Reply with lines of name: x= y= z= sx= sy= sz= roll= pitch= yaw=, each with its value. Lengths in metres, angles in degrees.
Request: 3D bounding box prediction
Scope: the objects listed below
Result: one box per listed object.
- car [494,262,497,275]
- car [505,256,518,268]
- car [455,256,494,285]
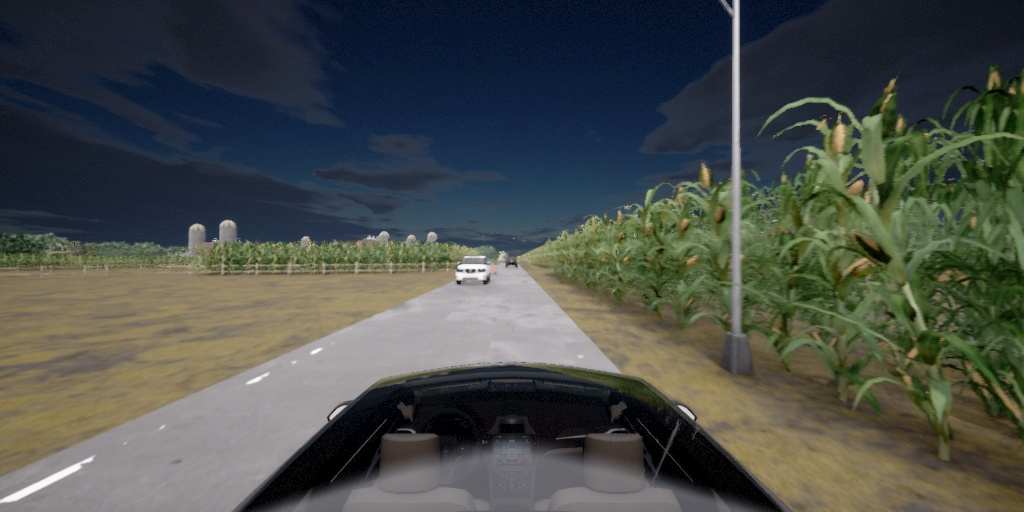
car: x=-2.786 y=1.191 z=40.202 sx=2.097 sy=1.767 sz=4.553 roll=0 pitch=0 yaw=0
car: x=-0.061 y=1.073 z=64.906 sx=2.150 sy=2.045 sz=5.566 roll=0 pitch=0 yaw=0
car: x=-2.778 y=0.996 z=26.712 sx=2.150 sy=2.045 sz=5.566 roll=0 pitch=0 yaw=0
